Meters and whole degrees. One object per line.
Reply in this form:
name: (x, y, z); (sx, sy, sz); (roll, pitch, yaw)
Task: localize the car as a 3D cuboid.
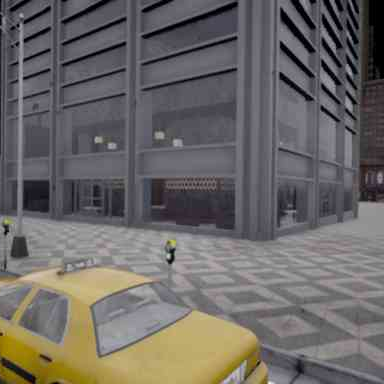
car: (-1.554, 1.483, 4.061); (4.829, 1.417, 1.752); (1, 1, 35)
